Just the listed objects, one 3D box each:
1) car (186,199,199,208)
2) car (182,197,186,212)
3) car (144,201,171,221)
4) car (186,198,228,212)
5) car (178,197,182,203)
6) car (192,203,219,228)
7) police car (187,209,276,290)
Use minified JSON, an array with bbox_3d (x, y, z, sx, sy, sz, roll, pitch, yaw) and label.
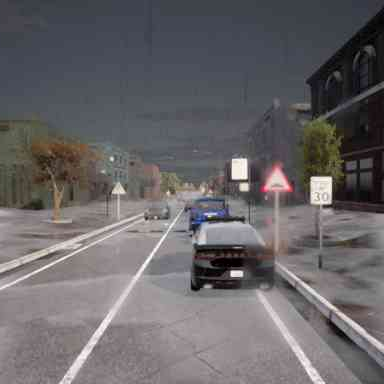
[{"bbox_3d":[0.072,2.038,57.797,2.033,1.411,5.357,0,0,0],"label":"car"},{"bbox_3d":[0.083,1.753,45.402,2.097,1.767,4.553,0,0,1],"label":"car"},{"bbox_3d":[-3.064,1.617,30.347,2.097,1.767,4.553,0,-1,0],"label":"car"},{"bbox_3d":[0.923,1.376,19.235,2.150,2.045,5.566,0,-1,0],"label":"car"},{"bbox_3d":[-2.888,2.160,91.815,1.837,1.490,4.892,0,-1,0],"label":"car"},{"bbox_3d":[0.930,1.670,25.395,1.801,1.575,5.366,0,-1,0],"label":"car"},{"bbox_3d":[0.910,1.476,9.314,1.930,1.638,5.238,0,-1,0],"label":"police car"}]
